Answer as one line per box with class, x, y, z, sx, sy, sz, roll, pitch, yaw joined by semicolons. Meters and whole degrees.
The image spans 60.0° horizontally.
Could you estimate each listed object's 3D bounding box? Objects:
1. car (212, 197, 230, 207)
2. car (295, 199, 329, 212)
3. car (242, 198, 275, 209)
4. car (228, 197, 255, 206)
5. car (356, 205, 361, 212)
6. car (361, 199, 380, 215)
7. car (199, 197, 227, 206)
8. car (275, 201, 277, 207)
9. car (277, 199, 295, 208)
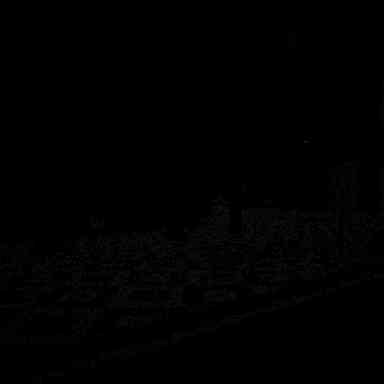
car;4.676;1.400;46.380;1.752;1.417;4.829;2;-1;-36
car;14.322;1.495;37.545;1.994;1.385;4.181;2;-1;-36
car;7.784;1.416;42.065;1.887;1.381;4.507;2;-1;-36
car;8.287;1.633;55.947;2.008;1.369;4.403;2;-1;-36
car;21.116;1.636;38.140;1.947;1.339;4.313;2;-1;-36
car;17.392;1.302;28.736;1.967;1.590;4.097;2;-1;-37
car;3.601;1.567;57.813;2.033;1.411;5.357;2;-1;-35
car;11.395;1.605;51.634;1.752;1.417;4.829;2;-1;-36
car;14.702;1.642;47.043;1.947;1.339;4.313;2;-1;-36
